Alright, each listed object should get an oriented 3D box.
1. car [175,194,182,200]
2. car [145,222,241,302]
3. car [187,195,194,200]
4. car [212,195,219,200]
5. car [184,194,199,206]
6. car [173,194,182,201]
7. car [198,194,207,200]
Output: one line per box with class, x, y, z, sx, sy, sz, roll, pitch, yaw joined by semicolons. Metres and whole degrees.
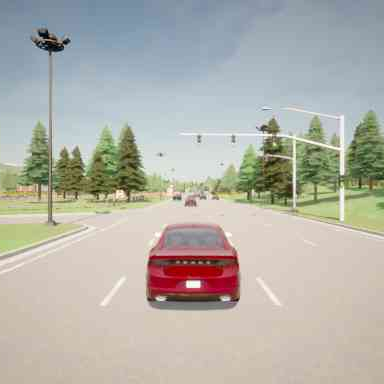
car;-3.845;1.310;93.964;1.882;1.535;5.008;0;0;0
car;0.033;1.478;8.342;1.882;1.535;5.008;0;0;0
car;-0.345;1.427;94.007;1.895;1.301;4.718;0;0;0
car;6.653;1.525;94.416;2.128;1.511;4.902;0;0;0
car;-0.193;1.525;52.944;1.812;1.442;4.674;0;0;0
car;-3.807;1.469;83.544;1.882;1.535;5.008;0;0;0
car;3.153;1.524;94.403;1.812;1.442;4.674;0;0;0
